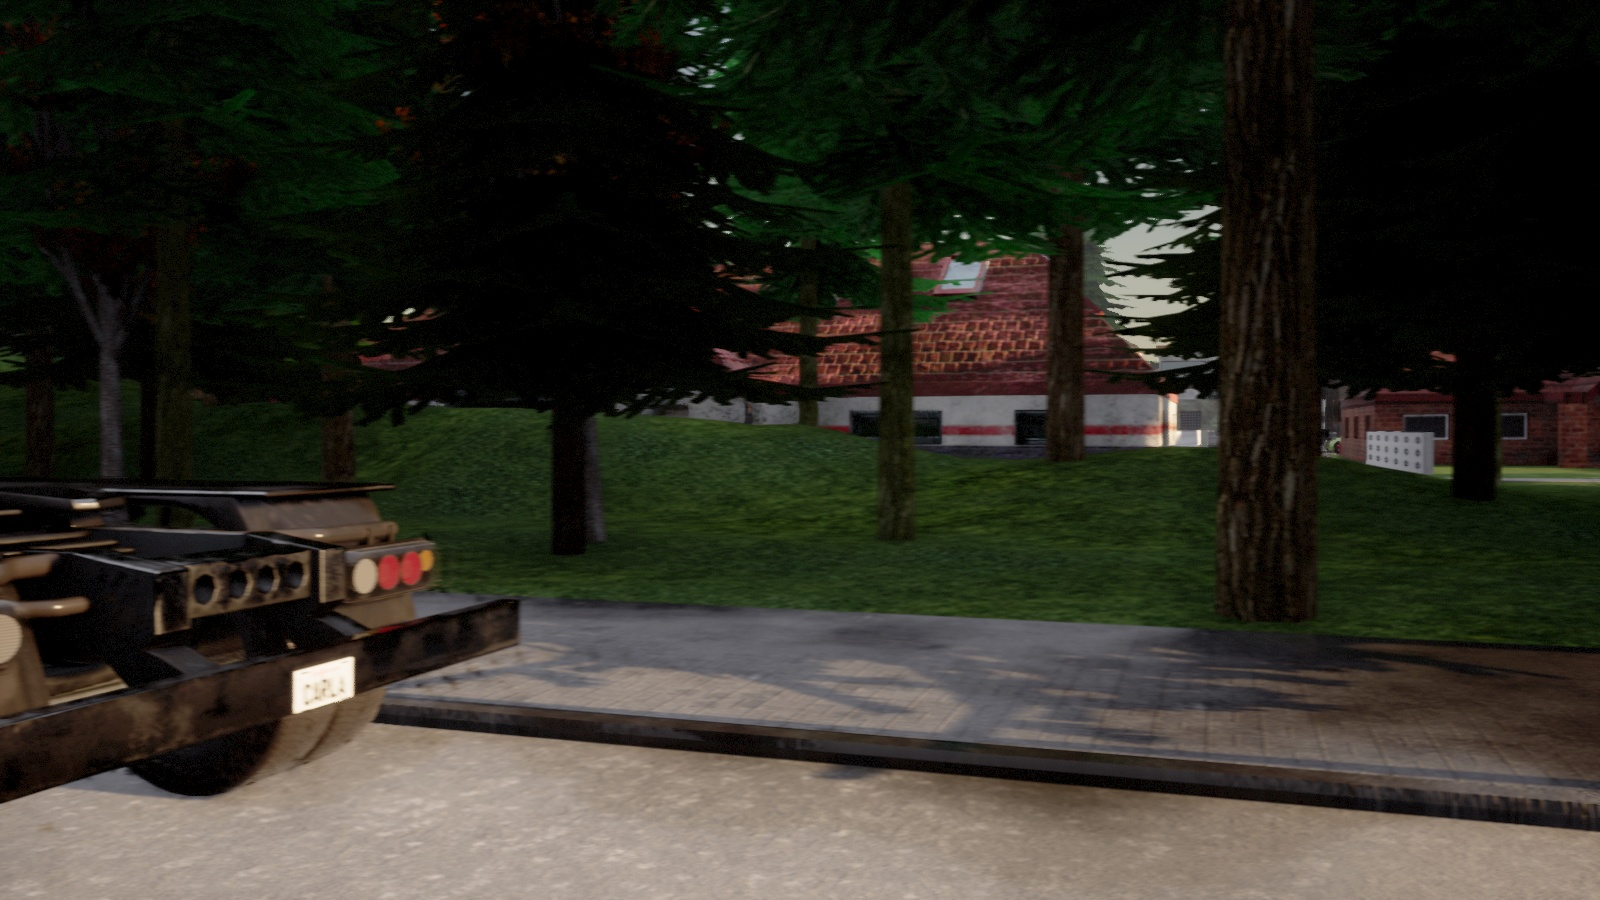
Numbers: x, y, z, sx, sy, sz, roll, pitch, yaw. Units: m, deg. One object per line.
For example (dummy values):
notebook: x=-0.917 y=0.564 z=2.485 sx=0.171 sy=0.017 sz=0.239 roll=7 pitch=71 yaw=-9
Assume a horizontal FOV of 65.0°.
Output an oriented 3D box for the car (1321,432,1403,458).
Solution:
car: x=35.131 y=-0.325 z=78.595 sx=4.514 sy=1.525 sz=2.007 roll=1 pitch=1 yaw=19

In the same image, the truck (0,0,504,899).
truck: x=-5.568 y=-0.293 z=5.580 sx=7.936 sy=3.462 sz=2.891 roll=1 pitch=1 yaw=19

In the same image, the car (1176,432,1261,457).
car: x=25.805 y=-0.363 z=77.511 sx=4.902 sy=1.511 sz=2.128 roll=1 pitch=1 yaw=19
